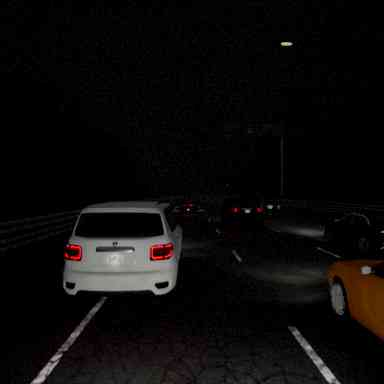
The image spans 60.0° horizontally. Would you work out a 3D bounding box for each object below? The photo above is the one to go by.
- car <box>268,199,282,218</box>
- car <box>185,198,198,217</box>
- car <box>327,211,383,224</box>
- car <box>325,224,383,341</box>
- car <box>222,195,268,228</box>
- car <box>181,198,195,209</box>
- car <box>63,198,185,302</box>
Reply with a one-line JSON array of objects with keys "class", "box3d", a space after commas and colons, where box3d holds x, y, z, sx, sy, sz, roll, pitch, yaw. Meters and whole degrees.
[{"class": "car", "box3d": [6.700, 1.382, 30.742, 2.097, 1.767, 4.553, 0, 0, -1]}, {"class": "car", "box3d": [-0.396, 1.544, 36.396, 1.837, 1.490, 4.892, 0, 0, -1]}, {"class": "car", "box3d": [6.914, 1.500, 13.063, 2.128, 1.511, 4.902, 0, 0, -1]}, {"class": "car", "box3d": [3.520, 1.480, 4.269, 1.882, 1.535, 5.008, 0, 0, -1]}, {"class": "car", "box3d": [3.297, 1.242, 22.577, 2.150, 2.045, 5.566, 0, 0, -1]}, {"class": "car", "box3d": [-0.551, 1.570, 46.745, 1.837, 1.490, 4.892, 0, 0, 0]}, {"class": "car", "box3d": [-1.356, 1.229, 8.389, 2.150, 2.045, 5.566, 0, 0, -1]}]
